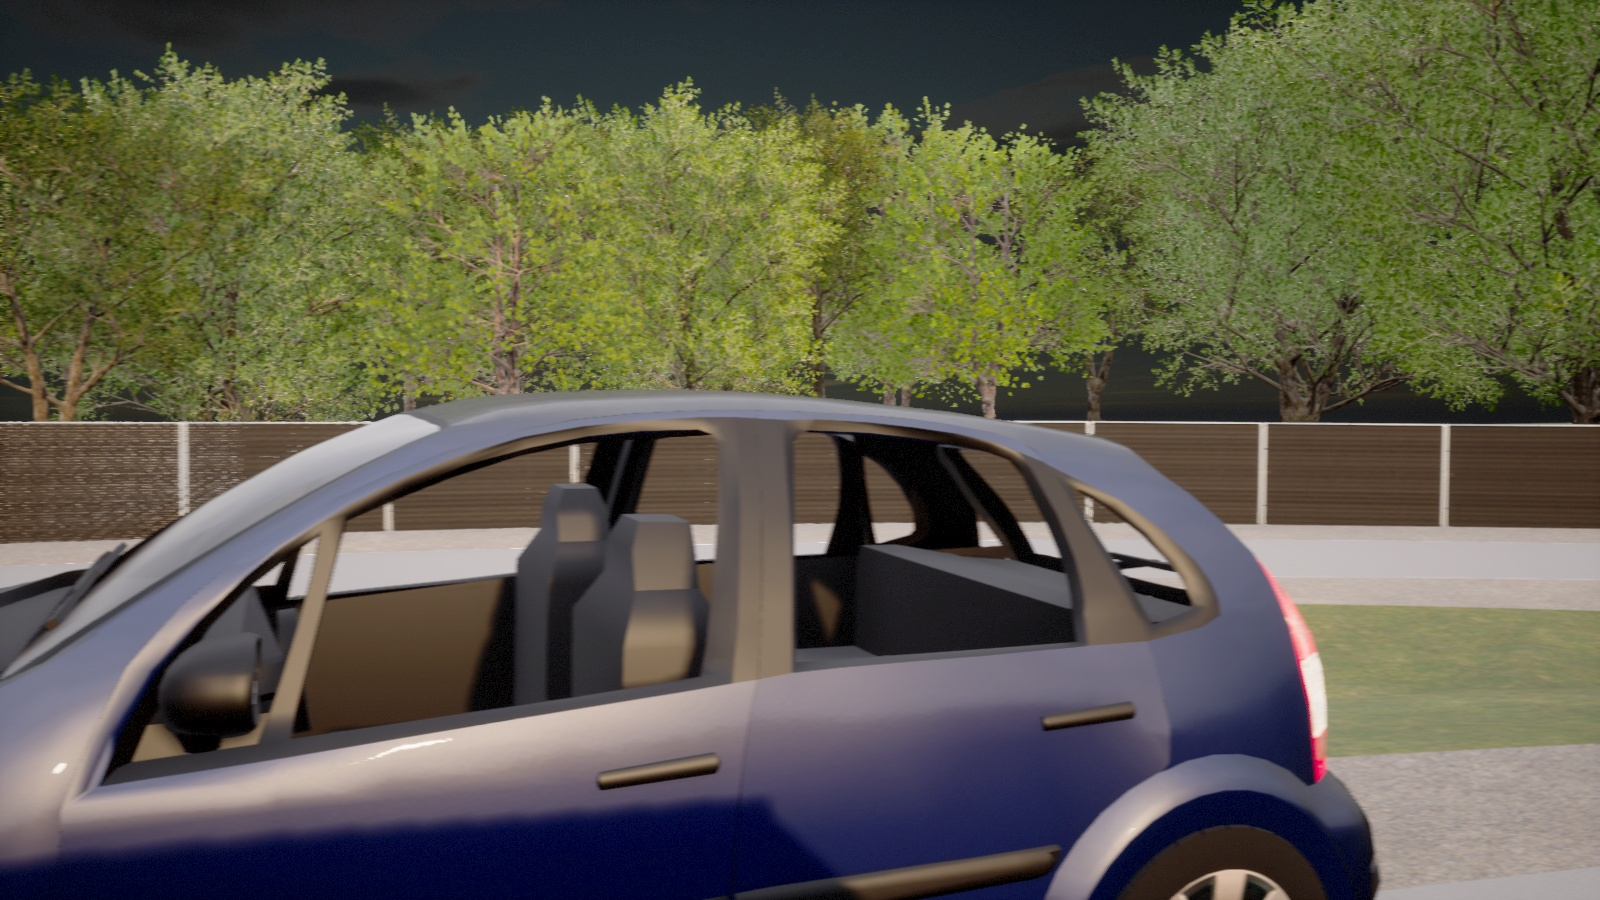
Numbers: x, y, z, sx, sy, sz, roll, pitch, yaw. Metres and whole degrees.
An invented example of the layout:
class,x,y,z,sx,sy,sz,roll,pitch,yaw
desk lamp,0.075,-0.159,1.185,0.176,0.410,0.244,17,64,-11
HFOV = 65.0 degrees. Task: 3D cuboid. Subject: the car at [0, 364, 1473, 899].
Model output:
class,x,y,z,sx,sy,sz,roll,pitch,yaw
car,-0.661,0.625,3.012,3.988,1.617,1.851,-1,3,-22
